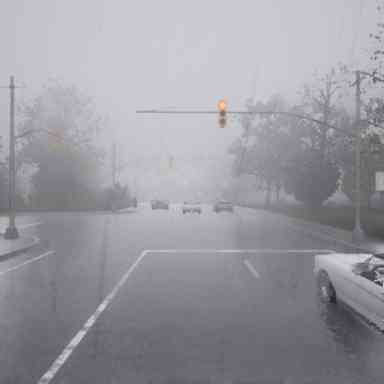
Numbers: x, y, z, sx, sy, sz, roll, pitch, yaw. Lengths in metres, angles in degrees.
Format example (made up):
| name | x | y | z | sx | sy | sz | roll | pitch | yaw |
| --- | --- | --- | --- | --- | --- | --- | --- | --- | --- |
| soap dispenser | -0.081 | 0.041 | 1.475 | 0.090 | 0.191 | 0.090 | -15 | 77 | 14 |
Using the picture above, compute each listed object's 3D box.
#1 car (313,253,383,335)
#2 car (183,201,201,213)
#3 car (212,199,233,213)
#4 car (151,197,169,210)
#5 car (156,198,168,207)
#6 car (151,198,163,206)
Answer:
| name | x | y | z | sx | sy | sz | roll | pitch | yaw |
| --- | --- | --- | --- | --- | --- | --- | --- | --- | --- |
| car | 3.598 | 1.599 | 5.234 | 1.895 | 1.301 | 4.718 | 0 | 0 | 0 |
| car | -0.066 | 1.607 | 36.438 | 1.895 | 1.301 | 4.718 | 0 | 0 | -1 |
| car | 3.403 | 1.501 | 37.295 | 2.128 | 1.511 | 4.902 | 0 | 0 | -1 |
| car | -4.059 | 1.410 | 43.105 | 2.097 | 1.767 | 4.553 | 0 | -1 | -3 |
| car | -5.079 | 1.741 | 55.302 | 1.837 | 1.490 | 4.892 | 0 | -1 | -7 |
| car | -7.358 | 2.018 | 69.104 | 1.882 | 1.535 | 5.008 | 0 | -1 | -13 |
